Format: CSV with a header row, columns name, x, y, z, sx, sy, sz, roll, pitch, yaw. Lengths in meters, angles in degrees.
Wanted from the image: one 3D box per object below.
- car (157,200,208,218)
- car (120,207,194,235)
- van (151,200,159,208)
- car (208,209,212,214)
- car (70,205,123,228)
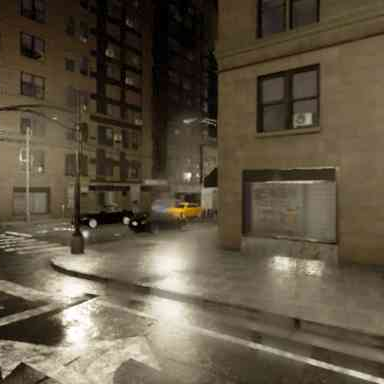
name,x,y,z,sx,sy,sz,roll,pitch,yaw
car,-0.859,1.844,32.861,1.882,1.535,5.008,0,0,36
car,-2.097,1.885,20.977,1.947,1.339,4.313,0,-1,36
van,-2.579,1.697,34.882,1.690,1.788,3.998,0,-1,36
car,0.636,1.841,39.339,1.967,1.590,4.097,0,-1,36
car,-6.639,1.767,24.854,1.882,1.535,5.008,0,0,36
